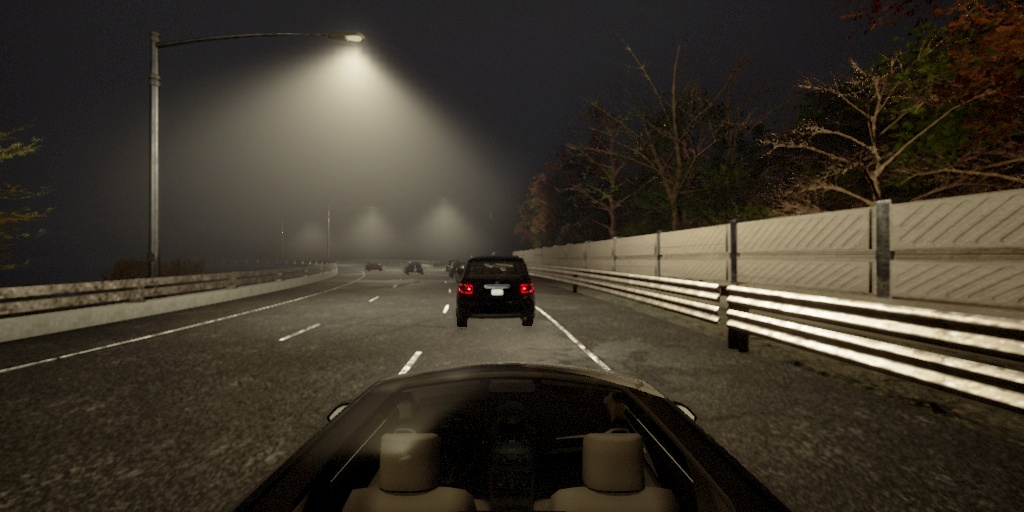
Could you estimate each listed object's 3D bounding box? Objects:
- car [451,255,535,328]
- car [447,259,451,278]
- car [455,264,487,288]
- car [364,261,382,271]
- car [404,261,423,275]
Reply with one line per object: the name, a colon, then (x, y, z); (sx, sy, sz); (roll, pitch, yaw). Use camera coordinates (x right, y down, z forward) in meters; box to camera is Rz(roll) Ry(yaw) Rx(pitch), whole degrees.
car: (-0.611, 0.992, 11.679); (2.150, 2.045, 5.566); (0, 0, -5)
car: (-5.285, 1.317, 35.615); (1.837, 1.490, 4.892); (0, 0, -13)
car: (-3.024, 1.318, 25.692); (1.812, 1.442, 4.674); (0, 0, -12)
car: (-19.811, 1.404, 51.052); (1.994, 1.385, 4.181); (0, 0, -28)
car: (-11.412, 1.347, 41.338); (1.812, 1.442, 4.674); (0, 0, -21)
